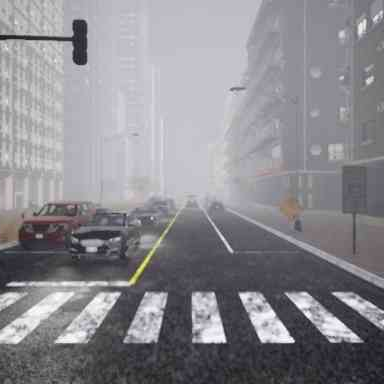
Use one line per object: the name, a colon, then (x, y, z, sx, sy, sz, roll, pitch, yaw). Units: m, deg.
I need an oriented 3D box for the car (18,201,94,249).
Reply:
car: (-5.691, 1.334, 14.909, 2.192, 1.841, 5.009, 0, 0, 0)

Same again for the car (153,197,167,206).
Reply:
car: (-5.688, 1.648, 59.092, 2.008, 1.369, 4.403, 0, 0, 0)

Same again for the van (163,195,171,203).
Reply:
van: (-5.687, 1.479, 75.660, 1.690, 1.788, 3.998, 0, 0, 0)

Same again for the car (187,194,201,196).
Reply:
car: (0.004, 1.309, 54.682, 2.150, 2.045, 5.566, 0, 0, 0)

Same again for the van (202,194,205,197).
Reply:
van: (2.692, 1.414, 48.046, 1.690, 1.788, 3.998, 0, 0, 0)

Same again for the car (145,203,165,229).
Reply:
car: (-3.097, 1.630, 21.957, 1.895, 1.301, 4.718, 0, 0, 0)

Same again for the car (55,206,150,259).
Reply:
car: (-3.098, 1.508, 12.720, 2.128, 1.511, 4.902, 0, 0, 0)

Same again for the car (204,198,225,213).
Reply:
car: (2.692, 1.617, 36.999, 1.947, 1.339, 4.313, 0, 0, 0)

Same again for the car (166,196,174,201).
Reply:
car: (-5.686, 1.733, 86.705, 1.947, 1.339, 4.313, 0, 0, 0)

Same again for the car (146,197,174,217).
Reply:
car: (-3.082, 1.521, 32.042, 1.882, 1.535, 5.008, 0, 0, 1)

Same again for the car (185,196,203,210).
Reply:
car: (0.002, 1.612, 44.230, 2.033, 1.411, 5.357, 0, 0, 0)

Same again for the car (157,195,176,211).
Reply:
car: (-3.023, 1.539, 42.529, 1.882, 1.535, 5.008, 0, 0, 0)

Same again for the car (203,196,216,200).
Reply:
car: (2.692, 1.587, 42.692, 1.752, 1.417, 4.829, 0, 0, 0)

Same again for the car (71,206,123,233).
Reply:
car: (-5.691, 1.593, 20.431, 1.947, 1.339, 4.313, 0, 0, 0)

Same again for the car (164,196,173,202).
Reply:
car: (-5.686, 1.697, 81.183, 1.887, 1.381, 4.507, 0, 0, 0)

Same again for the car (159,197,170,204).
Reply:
car: (-5.687, 1.675, 70.137, 2.008, 1.369, 4.403, 0, 0, 0)

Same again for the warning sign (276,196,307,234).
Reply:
warning sign: (5.070, 1.137, 17.033, 1.300, 1.860, 1.060, 0, 0, 0)
